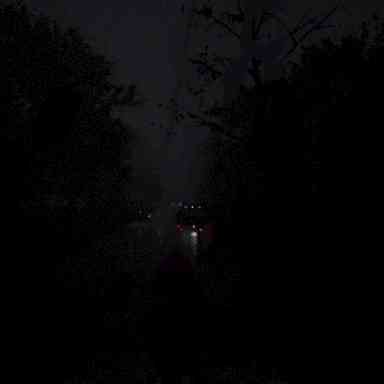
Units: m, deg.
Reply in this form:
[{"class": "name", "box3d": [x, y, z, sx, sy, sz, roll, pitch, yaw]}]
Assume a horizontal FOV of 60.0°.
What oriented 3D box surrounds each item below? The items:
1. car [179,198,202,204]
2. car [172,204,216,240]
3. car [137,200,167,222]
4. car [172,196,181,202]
[{"class": "car", "box3d": [0.037, 1.371, 31.930, 1.895, 1.301, 4.718, 0, 0, 0]}, {"class": "car", "box3d": [0.084, 1.482, 16.381, 1.895, 1.301, 4.718, 0, 0, 0]}, {"class": "car", "box3d": [-2.882, 1.347, 24.746, 1.812, 1.442, 4.674, 0, 0, 0]}, {"class": "car", "box3d": [-3.050, 1.349, 66.717, 1.895, 1.301, 4.718, 0, 0, 0]}]
